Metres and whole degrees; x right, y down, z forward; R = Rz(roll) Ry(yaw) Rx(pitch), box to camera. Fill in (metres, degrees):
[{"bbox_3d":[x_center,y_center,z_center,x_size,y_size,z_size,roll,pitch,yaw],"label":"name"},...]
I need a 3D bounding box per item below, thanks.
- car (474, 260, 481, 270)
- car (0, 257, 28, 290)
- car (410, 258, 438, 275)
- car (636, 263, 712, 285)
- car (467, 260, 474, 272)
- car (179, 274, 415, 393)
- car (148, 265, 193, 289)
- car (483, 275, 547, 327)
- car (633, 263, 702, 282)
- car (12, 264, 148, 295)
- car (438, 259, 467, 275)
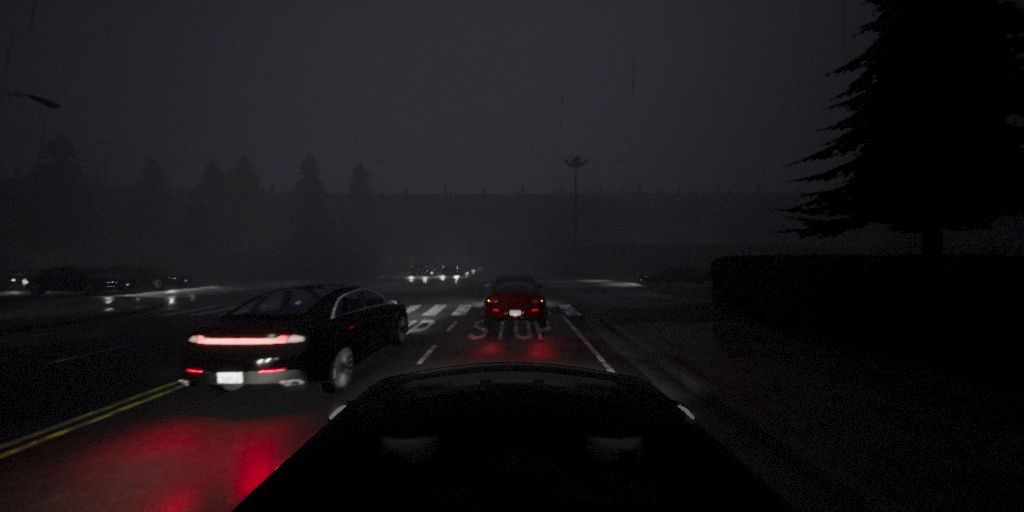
[{"bbox_3d":[-7.032,1.660,61.789,1.994,1.385,4.181,0,0,1],"label":"car"},{"bbox_3d":[-33.203,1.041,22.829,5.566,2.045,2.150,0,0,-3],"label":"car"},{"bbox_3d":[-10.579,1.212,43.432,2.150,2.045,5.566,0,0,0],"label":"car"},{"bbox_3d":[12.271,1.385,26.781,5.357,1.411,2.033,0,0,0],"label":"car"},{"bbox_3d":[-7.096,1.392,51.953,2.097,1.767,4.553,0,0,-2],"label":"car"},{"bbox_3d":[-3.398,1.271,6.750,2.128,1.511,4.902,0,0,0],"label":"car"},{"bbox_3d":[-23.360,1.324,22.993,4.892,1.490,1.837,0,0,-1],"label":"car"},{"bbox_3d":[0.095,1.333,11.729,1.812,1.442,4.674,0,0,0],"label":"car"},{"bbox_3d":[13.074,1.349,30.307,4.902,1.511,2.128,0,0,0],"label":"car"},{"bbox_3d":[-23.337,1.304,19.498,4.892,1.490,1.837,0,0,0],"label":"car"},{"bbox_3d":[-7.081,1.341,43.091,2.097,1.767,4.553,0,0,0],"label":"car"}]
